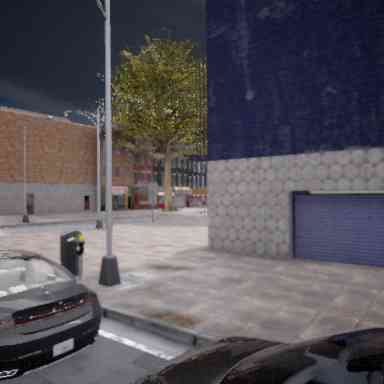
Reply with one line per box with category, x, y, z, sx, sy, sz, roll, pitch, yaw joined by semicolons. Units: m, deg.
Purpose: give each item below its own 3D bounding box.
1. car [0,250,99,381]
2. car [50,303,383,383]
car;-3.271;1.587;5.152;4.403;1.369;2.008;0;0;36
car;1.346;1.565;1.851;4.313;1.339;1.947;0;-1;36
